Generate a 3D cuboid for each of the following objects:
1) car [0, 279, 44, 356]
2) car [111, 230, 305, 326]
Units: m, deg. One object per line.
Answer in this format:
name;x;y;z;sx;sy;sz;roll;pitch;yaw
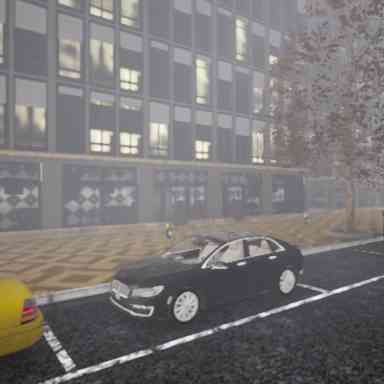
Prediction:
car;-4.252;1.534;3.523;4.829;1.417;1.752;0;0;-35
car;0.521;1.525;6.928;4.403;1.369;2.008;0;0;-35
